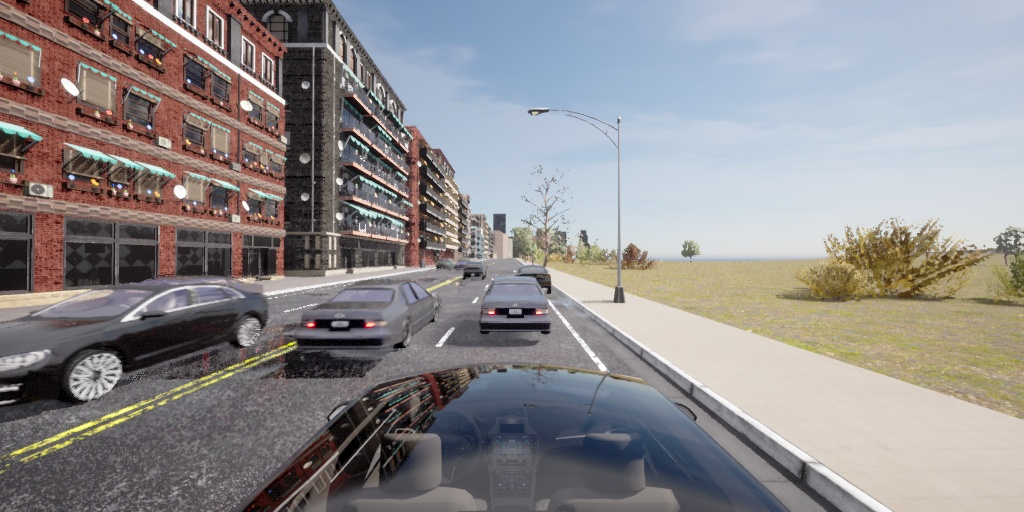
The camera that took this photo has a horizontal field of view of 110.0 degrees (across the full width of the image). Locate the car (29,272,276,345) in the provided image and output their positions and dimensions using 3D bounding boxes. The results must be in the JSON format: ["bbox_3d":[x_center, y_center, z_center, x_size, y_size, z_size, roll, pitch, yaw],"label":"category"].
[{"bbox_3d":[-9.861,1.299,10.752,2.033,1.411,5.357,0,0,0],"label":"car"}]

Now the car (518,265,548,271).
[{"bbox_3d":[1.116,1.230,20.339,1.882,1.535,5.008,0,0,0],"label":"car"}]

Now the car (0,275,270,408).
[{"bbox_3d":[-6.607,1.242,6.397,2.128,1.511,4.902,0,0,0],"label":"car"}]

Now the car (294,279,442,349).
[{"bbox_3d":[-3.158,1.298,9.085,2.033,1.411,5.357,0,0,0],"label":"car"}]

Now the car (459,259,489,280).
[{"bbox_3d":[-3.184,1.258,31.639,1.837,1.490,4.892,0,0,0],"label":"car"}]

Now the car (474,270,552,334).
[{"bbox_3d":[0.092,1.299,10.575,2.033,1.411,5.357,0,0,0],"label":"car"}]

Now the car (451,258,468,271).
[{"bbox_3d":[-6.649,1.103,49.376,2.097,1.767,4.553,0,0,0],"label":"car"}]

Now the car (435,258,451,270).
[{"bbox_3d":[-9.899,1.102,52.986,2.097,1.767,4.553,0,0,0],"label":"car"}]
